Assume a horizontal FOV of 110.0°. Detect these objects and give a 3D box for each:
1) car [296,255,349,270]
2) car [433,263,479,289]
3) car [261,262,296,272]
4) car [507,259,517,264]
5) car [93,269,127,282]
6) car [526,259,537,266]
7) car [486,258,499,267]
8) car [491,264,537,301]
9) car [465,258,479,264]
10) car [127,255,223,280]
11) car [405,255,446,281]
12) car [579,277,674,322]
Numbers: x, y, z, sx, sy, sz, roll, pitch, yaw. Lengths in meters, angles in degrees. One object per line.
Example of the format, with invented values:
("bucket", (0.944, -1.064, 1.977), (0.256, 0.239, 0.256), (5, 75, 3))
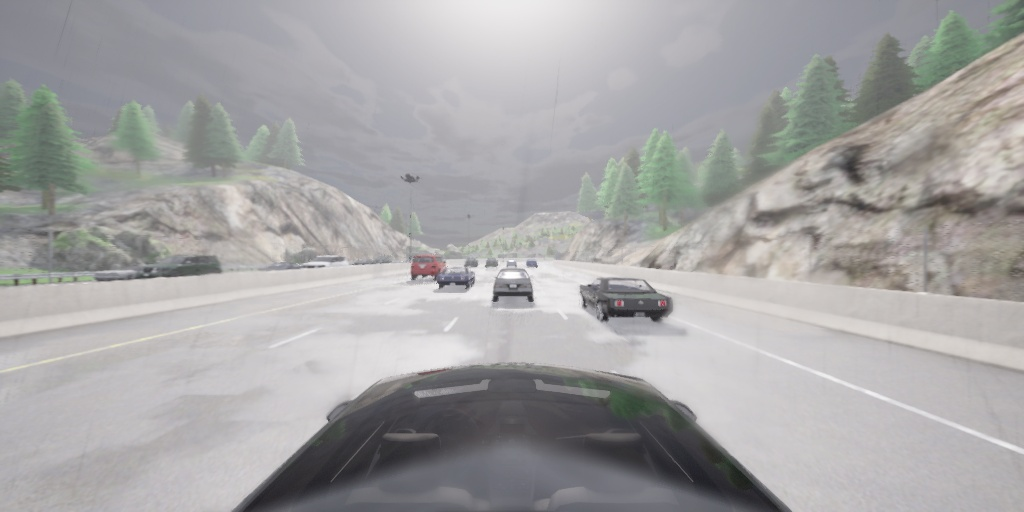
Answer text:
("car", (-17.650, 0.949, 34.204), (2.150, 2.045, 5.566), (0, 0, 0))
("car", (-3.454, 1.346, 23.068), (1.895, 1.301, 4.718), (0, 0, 0))
("car", (-21.153, 1.284, 33.190), (1.994, 1.385, 4.181), (0, 0, 0))
("car", (-0.038, 1.296, 64.361), (2.033, 1.411, 5.357), (0, 0, 0))
("car", (-28.148, 1.310, 27.066), (1.895, 1.301, 4.718), (0, 0, 0))
("car", (3.468, 1.231, 64.341), (1.882, 1.535, 5.008), (0, 0, 0))
("car", (-3.529, 1.096, 64.237), (2.097, 1.767, 4.553), (0, 0, 0))
("car", (0.049, 1.297, 17.430), (2.033, 1.411, 5.357), (0, 0, 0))
("car", (-7.037, 1.092, 63.610), (2.097, 1.767, 4.553), (0, 0, 0))
("car", (-24.650, 0.936, 26.928), (2.150, 2.045, 5.566), (0, 0, 0))
("car", (-6.964, 0.959, 30.472), (2.150, 2.045, 5.566), (0, 0, 0))
("car", (3.567, 1.356, 12.219), (1.895, 1.301, 4.718), (0, 0, 0))
